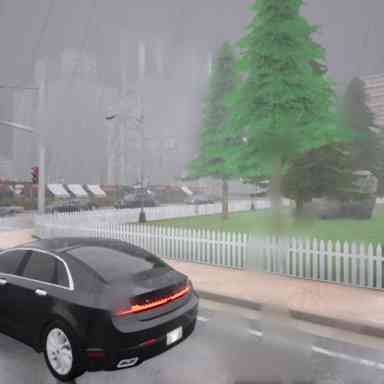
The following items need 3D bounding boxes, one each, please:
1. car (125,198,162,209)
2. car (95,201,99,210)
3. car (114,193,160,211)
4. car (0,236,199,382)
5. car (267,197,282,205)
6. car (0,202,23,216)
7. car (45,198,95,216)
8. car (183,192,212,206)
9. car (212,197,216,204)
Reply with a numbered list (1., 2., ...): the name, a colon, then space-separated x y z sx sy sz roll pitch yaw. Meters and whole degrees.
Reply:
1. car: -6.696 1.532 46.788 2.033 1.411 5.357 0 0 34
2. car: -12.882 1.463 37.583 1.882 1.535 5.008 0 0 34
3. car: -6.855 1.203 40.277 2.150 2.045 5.566 0 1 34
4. car: -2.178 1.503 5.481 4.892 1.490 1.837 0 0 36
5. car: 14.945 1.554 59.830 1.994 1.385 4.181 0 0 34
6. car: -18.020 1.586 30.051 1.895 1.301 4.718 0 0 36
7. car: -12.325 1.478 32.136 2.128 1.511 4.902 0 0 34
8. car: 0.539 1.339 51.238 2.097 1.767 4.553 0 0 34
9. car: 2.568 1.546 60.411 1.837 1.490 4.892 0 0 34
